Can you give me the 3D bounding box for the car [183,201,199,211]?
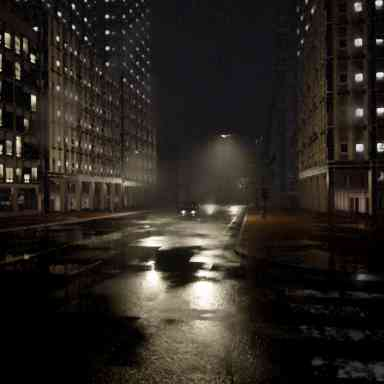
[{"bbox_3d":[-0.136,2.203,54.493,1.882,1.535,5.008,-1,-1,10],"label":"car"}]
